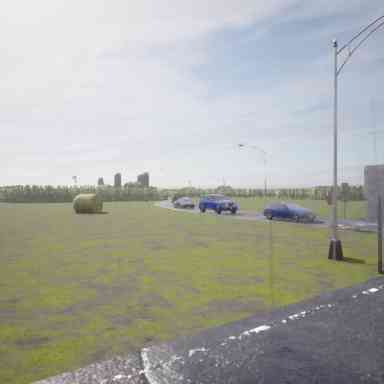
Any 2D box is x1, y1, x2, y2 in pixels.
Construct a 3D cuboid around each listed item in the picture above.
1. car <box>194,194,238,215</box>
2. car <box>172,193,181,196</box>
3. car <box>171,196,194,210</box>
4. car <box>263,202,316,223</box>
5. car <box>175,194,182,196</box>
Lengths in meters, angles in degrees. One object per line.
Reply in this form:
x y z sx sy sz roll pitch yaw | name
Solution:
2.710 1.280 36.140 2.150 2.045 5.566 -1 0 -27 | car
-3.041 1.297 66.977 2.150 2.045 5.566 0 0 -6 | car
-1.154 1.622 46.027 2.033 1.411 5.357 -1 0 -19 | car
7.681 1.559 26.615 1.812 1.442 4.674 -1 0 -30 | car
-1.265 1.585 56.804 1.812 1.442 4.674 -1 0 -12 | car
